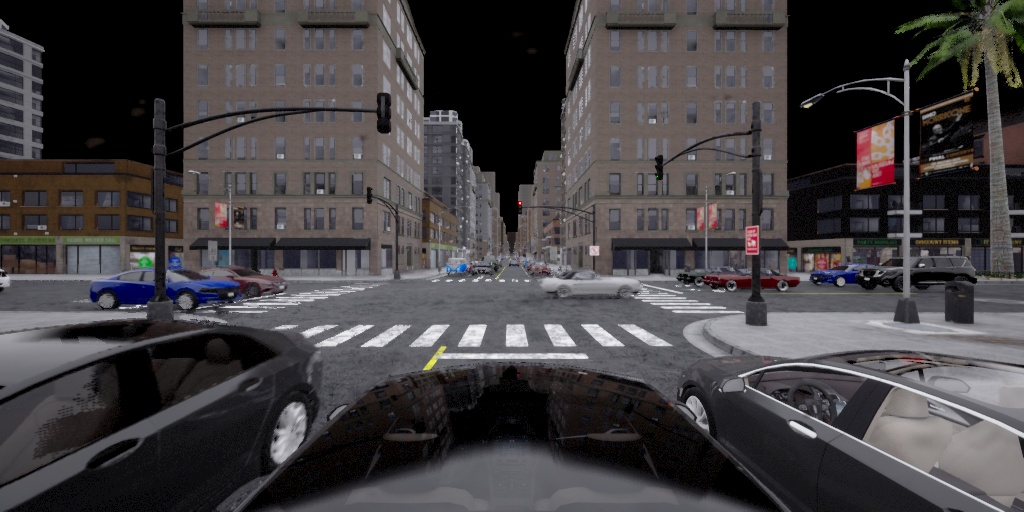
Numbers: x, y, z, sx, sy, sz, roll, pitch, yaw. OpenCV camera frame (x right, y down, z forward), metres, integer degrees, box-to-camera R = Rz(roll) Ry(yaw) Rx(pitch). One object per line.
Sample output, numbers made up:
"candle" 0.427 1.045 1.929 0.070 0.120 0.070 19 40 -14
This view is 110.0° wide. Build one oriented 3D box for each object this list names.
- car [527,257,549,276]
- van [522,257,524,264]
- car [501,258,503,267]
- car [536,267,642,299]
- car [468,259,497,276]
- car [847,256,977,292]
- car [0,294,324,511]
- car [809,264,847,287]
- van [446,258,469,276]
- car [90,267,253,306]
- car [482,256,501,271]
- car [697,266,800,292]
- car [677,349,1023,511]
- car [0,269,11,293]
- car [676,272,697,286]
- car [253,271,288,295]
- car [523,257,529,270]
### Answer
"car" 2.825 1.192 36.935 1.967 1.591 4.097 0 0 0
"van" 2.934 1.093 59.612 1.690 1.789 3.998 0 0 0
"car" -2.847 1.354 55.711 1.895 1.301 4.718 0 0 0
"car" 3.741 1.358 17.515 4.718 1.301 1.895 0 0 0
"car" -2.945 1.316 36.612 1.994 1.385 4.181 0 0 0
"car" 23.610 1.007 21.061 5.566 2.045 2.150 0 0 0
"car" -2.980 1.255 1.965 1.837 1.490 4.892 1 0 1
"car" 23.058 1.258 24.308 5.008 1.535 1.882 0 0 0
"van" -5.701 1.093 36.974 1.690 1.789 3.998 0 0 0
"car" -13.344 1.212 13.977 5.008 1.535 1.882 0 0 3
"car" -2.896 0.974 45.920 2.150 2.045 5.566 0 0 0
"car" 13.857 1.370 21.014 4.718 1.301 1.895 0 0 0
"car" 2.668 1.300 2.286 2.007 1.370 4.403 0 0 0
"car" -28.201 0.930 17.355 5.566 2.045 2.150 0 0 -1
"car" 13.739 1.365 24.263 4.718 1.301 1.895 0 0 0
"car" -13.530 1.256 17.425 4.674 1.442 1.812 0 0 0
"car" 2.880 1.193 48.273 1.967 1.591 4.097 0 0 0
